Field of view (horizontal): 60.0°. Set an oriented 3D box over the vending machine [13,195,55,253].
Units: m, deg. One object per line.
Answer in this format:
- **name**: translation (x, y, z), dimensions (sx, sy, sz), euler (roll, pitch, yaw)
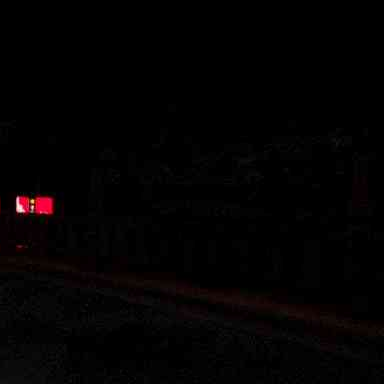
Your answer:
- **vending machine**: translation (-6.037, 1.162, 12.754), dimensions (0.880, 2.100, 1.100), euler (1, 0, 29)
